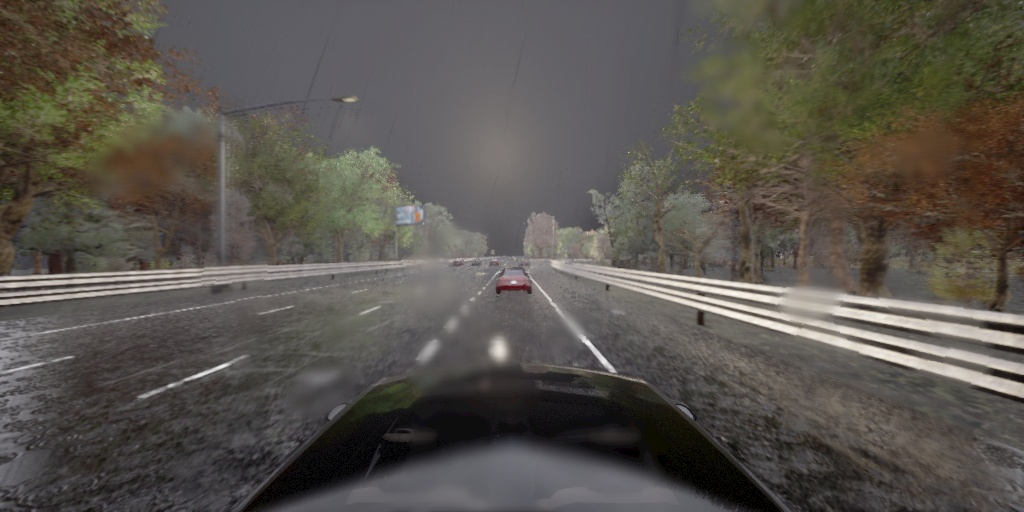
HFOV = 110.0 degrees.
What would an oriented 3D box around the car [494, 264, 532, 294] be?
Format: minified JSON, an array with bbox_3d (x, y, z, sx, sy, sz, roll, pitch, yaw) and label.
[{"bbox_3d":[0.100,1.340,20.744,1.994,1.385,4.181,0,0,0],"label":"car"}]
